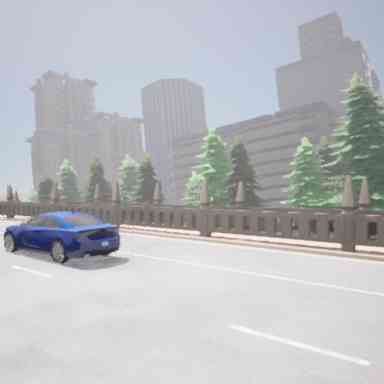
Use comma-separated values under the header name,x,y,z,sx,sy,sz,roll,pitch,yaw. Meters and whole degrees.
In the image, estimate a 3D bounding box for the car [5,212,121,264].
name,x,y,z,sx,sy,sz,roll,pitch,yaw
car,-4.678,1.431,11.701,5.008,1.535,1.882,0,0,36
